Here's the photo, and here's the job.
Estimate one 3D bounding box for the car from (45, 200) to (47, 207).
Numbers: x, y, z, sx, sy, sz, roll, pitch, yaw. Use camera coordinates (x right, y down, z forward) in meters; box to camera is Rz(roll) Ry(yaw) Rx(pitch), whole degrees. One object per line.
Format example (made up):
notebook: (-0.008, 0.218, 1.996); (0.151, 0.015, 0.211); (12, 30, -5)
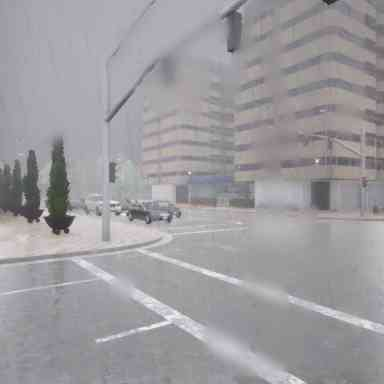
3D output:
car: (-20.475, 1.478, 49.455); (1.882, 1.535, 5.008); (0, 0, -34)

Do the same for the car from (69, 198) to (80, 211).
car: (-14.506, 1.526, 40.826); (1.812, 1.442, 4.674); (0, 0, -35)

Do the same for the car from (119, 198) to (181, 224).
car: (-3.241, 1.491, 24.710); (2.128, 1.511, 4.902); (0, 0, -35)

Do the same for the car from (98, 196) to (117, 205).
car: (-15.465, 1.526, 60.874); (1.812, 1.442, 4.674); (0, 0, -35)

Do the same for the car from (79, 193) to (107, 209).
car: (-13.759, 1.221, 45.914); (2.150, 2.045, 5.566); (0, 0, -34)

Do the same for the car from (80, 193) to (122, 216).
car: (-8.894, 1.222, 32.798); (2.150, 2.045, 5.566); (0, 0, -35)

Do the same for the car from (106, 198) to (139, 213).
car: (-7.859, 1.505, 37.431); (1.837, 1.490, 4.892); (0, 0, -35)
